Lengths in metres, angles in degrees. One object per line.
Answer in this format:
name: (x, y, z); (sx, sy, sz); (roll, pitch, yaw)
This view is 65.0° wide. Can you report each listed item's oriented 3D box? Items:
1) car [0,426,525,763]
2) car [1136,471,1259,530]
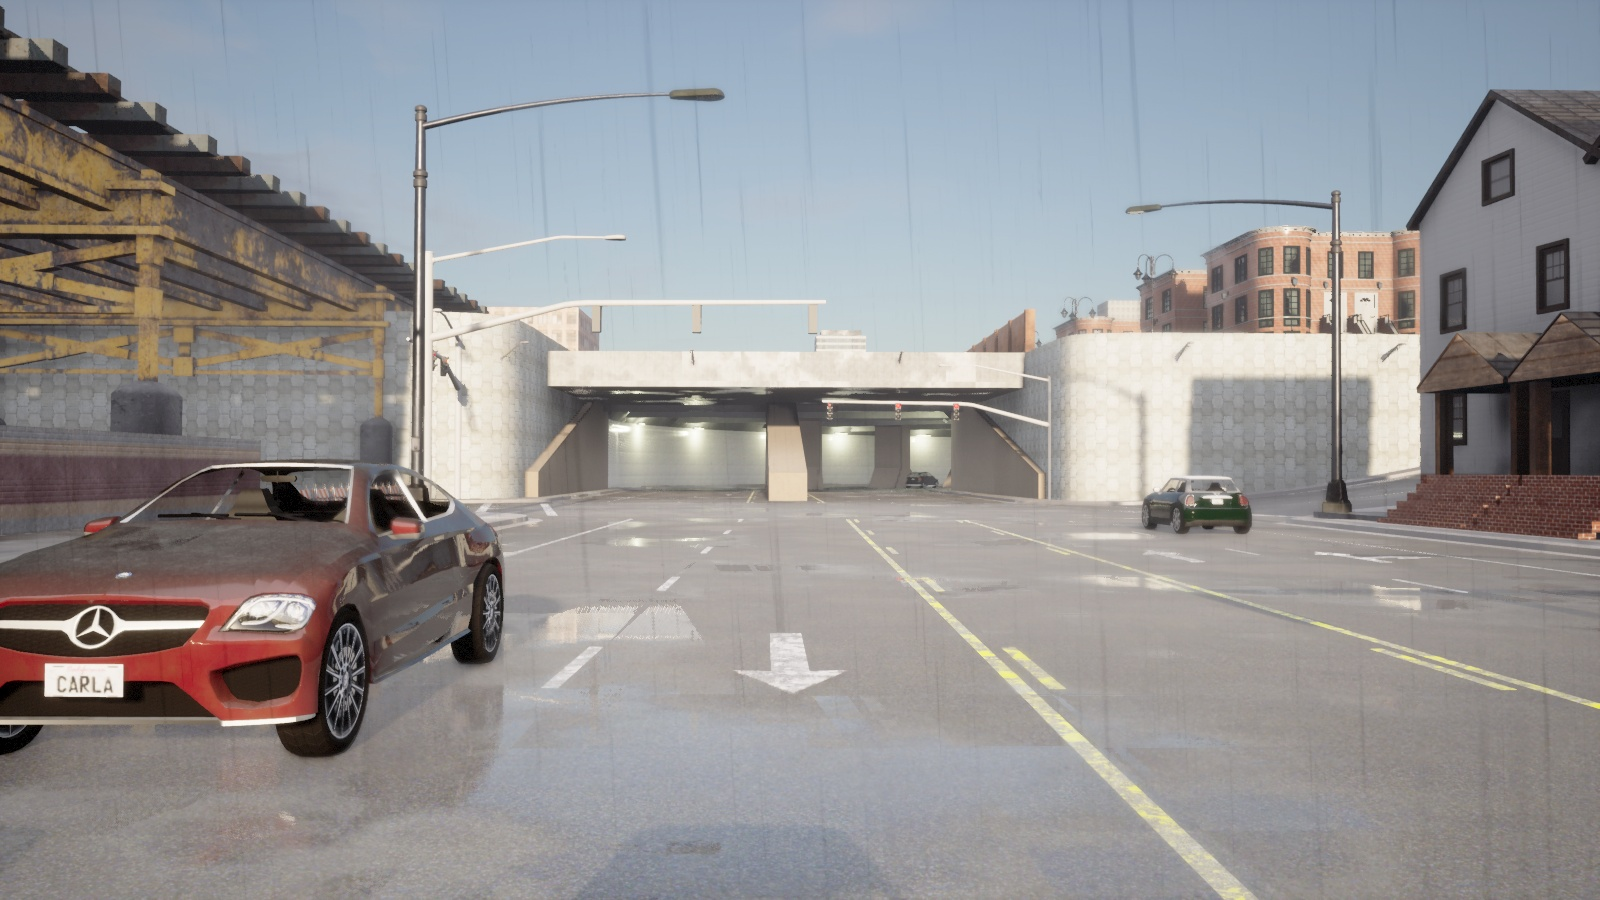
car: (-3.521, 0.753, 8.692); (2.152, 1.651, 5.027); (0, -1, 0)
car: (10.448, 1.296, 33.317); (1.970, 1.475, 3.806); (0, -1, -1)
